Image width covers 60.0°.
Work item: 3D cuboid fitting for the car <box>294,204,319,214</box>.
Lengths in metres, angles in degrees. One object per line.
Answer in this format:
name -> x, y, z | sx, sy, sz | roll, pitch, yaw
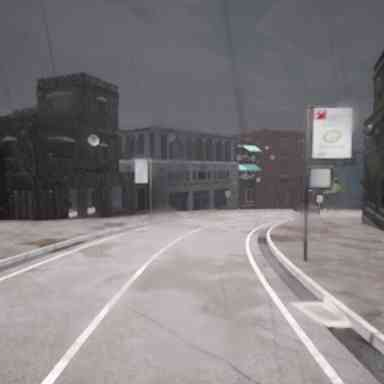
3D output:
car -> 17.165, 2.463, 49.611 | 4.181, 1.385, 1.994 | 3, 1, -37
